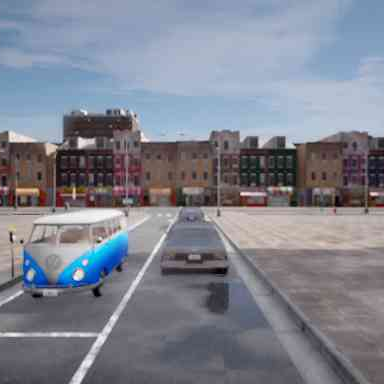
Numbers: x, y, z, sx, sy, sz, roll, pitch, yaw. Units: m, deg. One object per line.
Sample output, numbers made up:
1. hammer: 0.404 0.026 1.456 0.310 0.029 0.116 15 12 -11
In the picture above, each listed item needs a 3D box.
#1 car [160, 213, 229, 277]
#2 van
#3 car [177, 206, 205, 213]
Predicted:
1. car: 0.039 1.615 10.445 2.033 1.411 5.357 0 0 0
2. van: -2.695 1.395 8.387 1.690 1.788 3.998 -1 0 0
3. car: -0.044 1.698 22.831 2.033 1.411 5.357 0 0 0
